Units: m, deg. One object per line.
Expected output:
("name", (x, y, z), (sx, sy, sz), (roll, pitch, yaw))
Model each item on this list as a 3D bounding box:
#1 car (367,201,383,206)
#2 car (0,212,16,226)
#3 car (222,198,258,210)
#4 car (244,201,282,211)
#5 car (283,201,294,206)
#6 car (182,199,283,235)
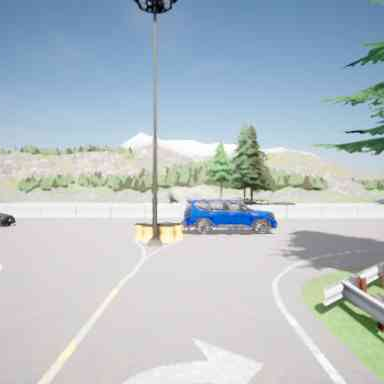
("car", (26.003, 1.851, 44.412), (4.718, 1.301, 1.895), (0, 0, 0))
("car", (-14.764, 1.790, 23.431), (4.181, 1.385, 1.994), (0, 0, 0))
("car", (6.863, 1.733, 48.019), (5.008, 1.535, 1.882), (0, 0, 0))
("car", (9.457, 1.852, 44.506), (4.718, 1.301, 1.895), (0, 0, 0))
("car", (10.740, 1.811, 40.998), (4.181, 1.385, 1.994), (0, 0, 0))
("car", (2.188, 1.444, 19.846), (5.566, 2.045, 2.150), (0, 0, 0))
